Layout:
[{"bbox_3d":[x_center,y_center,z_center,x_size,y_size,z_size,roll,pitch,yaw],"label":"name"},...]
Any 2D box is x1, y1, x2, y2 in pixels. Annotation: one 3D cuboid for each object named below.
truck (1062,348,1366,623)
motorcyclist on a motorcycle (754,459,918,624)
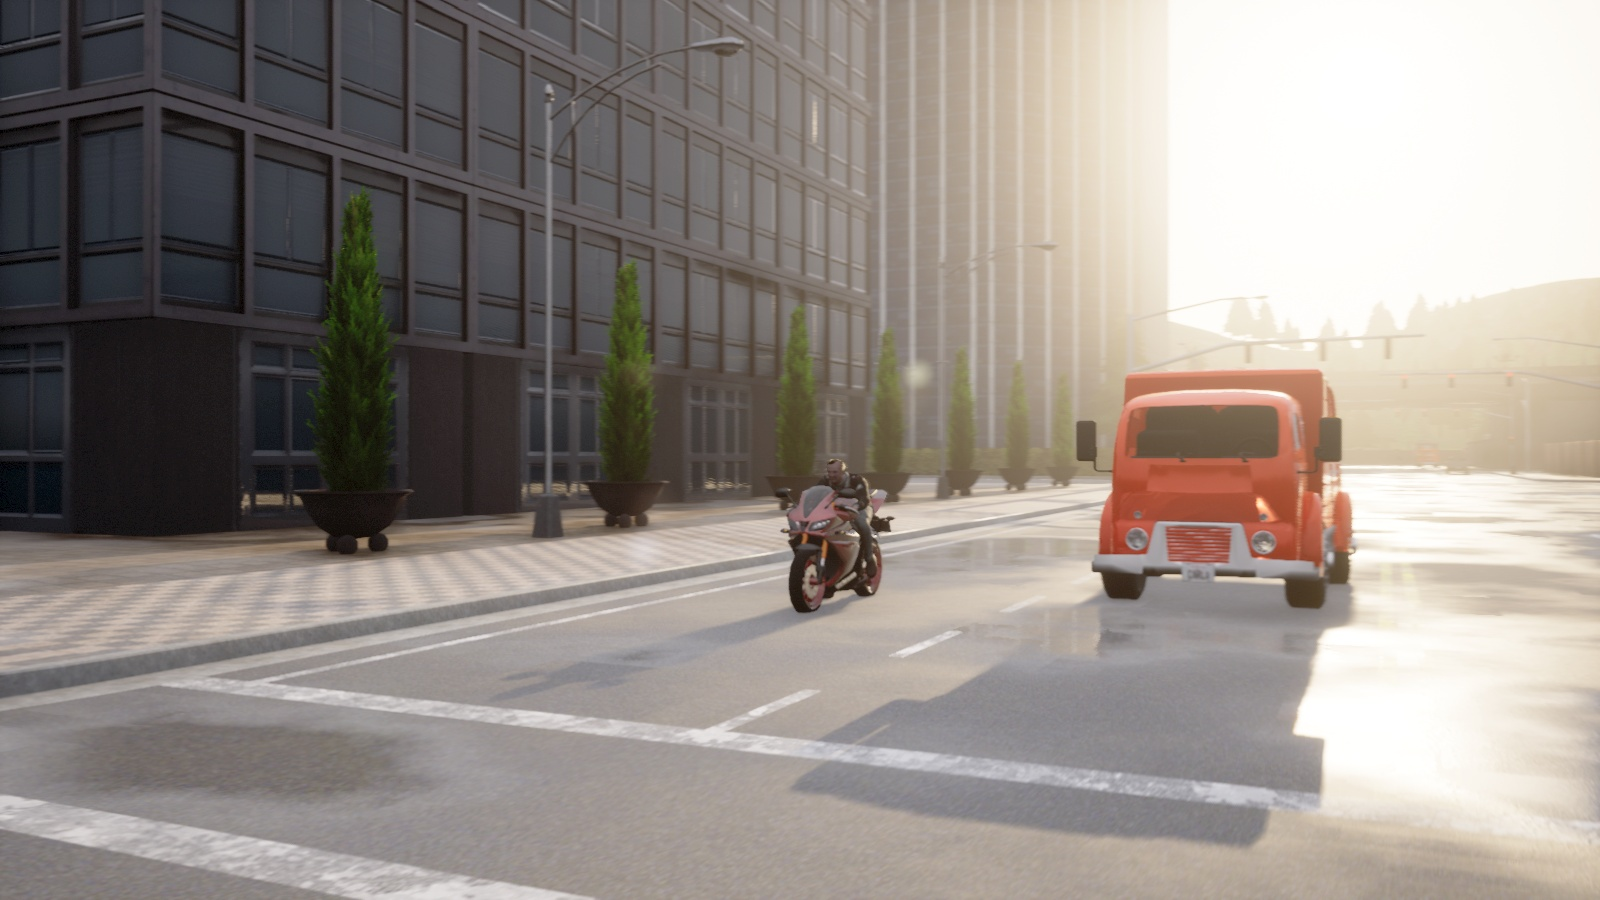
[{"bbox_3d":[4.891,0.333,14.186,2.627,2.467,5.204,0,0,25],"label":"truck"},{"bbox_3d":[0.422,0.866,12.912,0.866,1.530,2.191,0,0,25],"label":"motorcyclist on a motorcycle"}]
